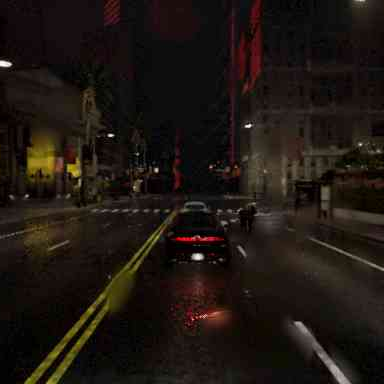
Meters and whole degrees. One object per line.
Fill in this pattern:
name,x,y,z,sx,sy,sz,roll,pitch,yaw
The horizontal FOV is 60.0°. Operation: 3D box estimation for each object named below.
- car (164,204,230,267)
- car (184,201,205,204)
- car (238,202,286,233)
car,0.145,1.374,10.877,1.837,1.490,4.892,0,1,0
car,0.163,1.285,19.977,1.812,1.442,4.674,0,1,0
car,3.662,1.276,17.934,2.128,1.511,4.902,0,0,0
